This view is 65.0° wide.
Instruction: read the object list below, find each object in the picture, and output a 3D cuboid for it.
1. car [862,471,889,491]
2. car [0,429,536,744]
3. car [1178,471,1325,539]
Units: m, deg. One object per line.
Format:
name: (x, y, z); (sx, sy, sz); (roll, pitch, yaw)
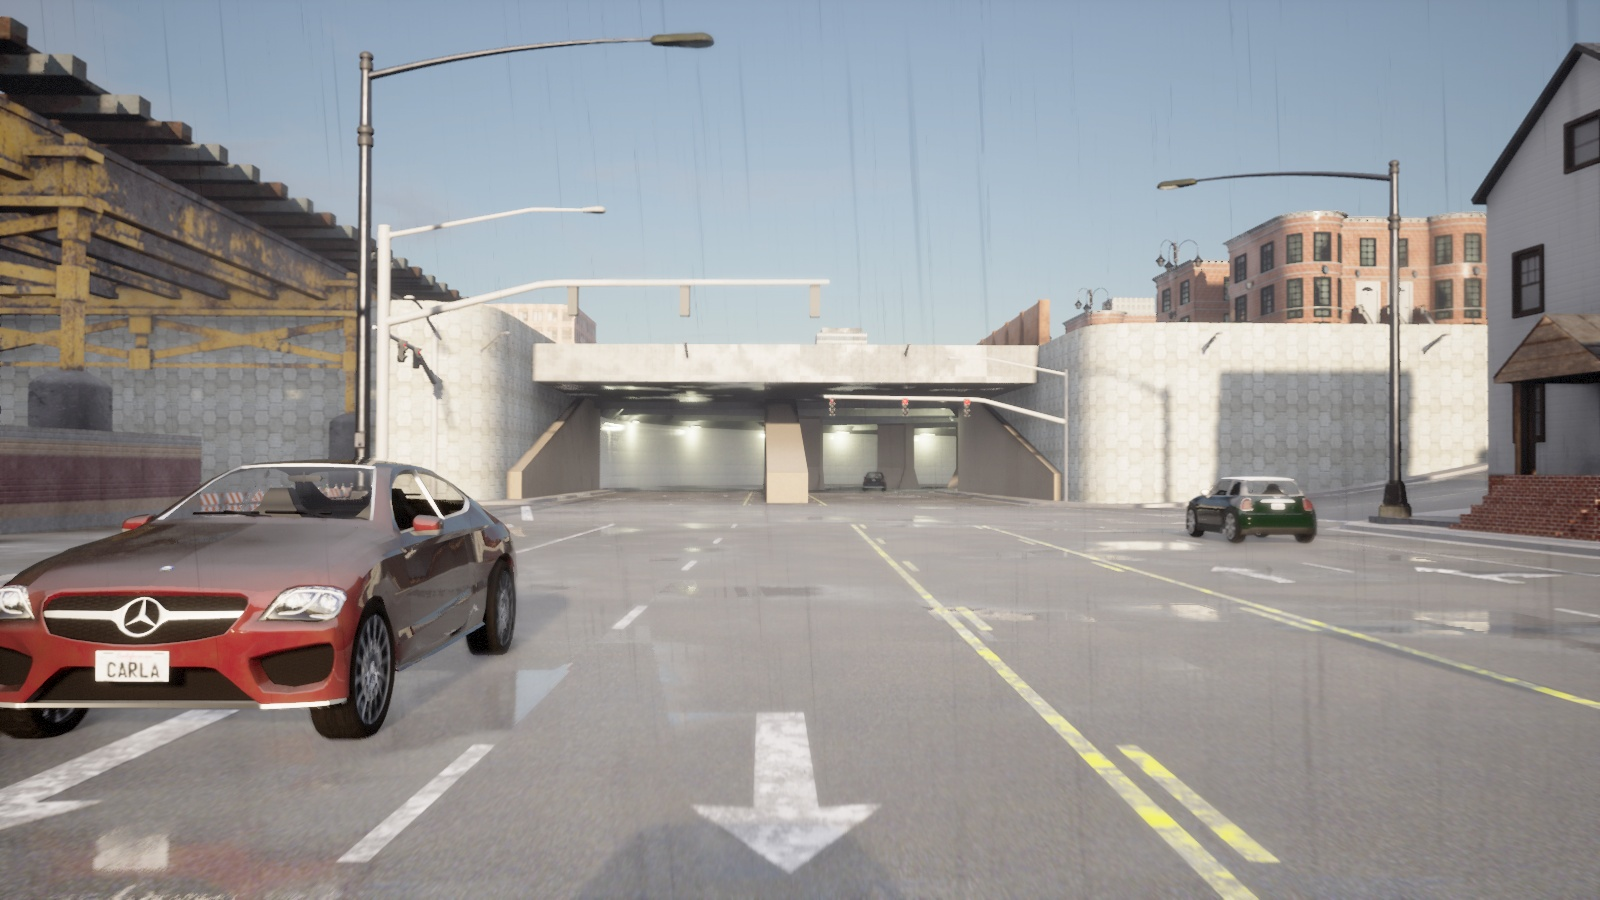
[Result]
car: (5.896, 2.411, 98.050); (1.789, 1.549, 3.705); (0, -1, 8)
car: (-3.521, 0.760, 9.137); (2.152, 1.651, 5.027); (0, -1, 0)
car: (10.460, 1.230, 29.398); (1.970, 1.475, 3.806); (0, -1, -1)
